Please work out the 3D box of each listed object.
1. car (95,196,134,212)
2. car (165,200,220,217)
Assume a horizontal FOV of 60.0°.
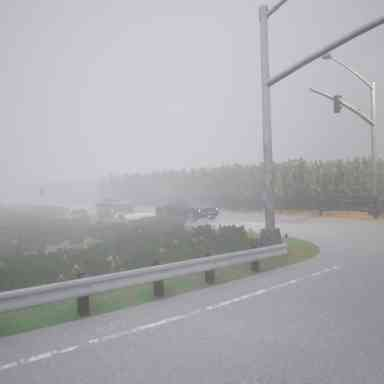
[{"bbox_3d":[-7.036,1.124,29.821,1.837,1.490,4.892,-3,2,-40],"label":"car"},{"bbox_3d":[-0.370,1.180,22.021,1.895,1.301,4.718,-3,2,-41],"label":"car"}]
